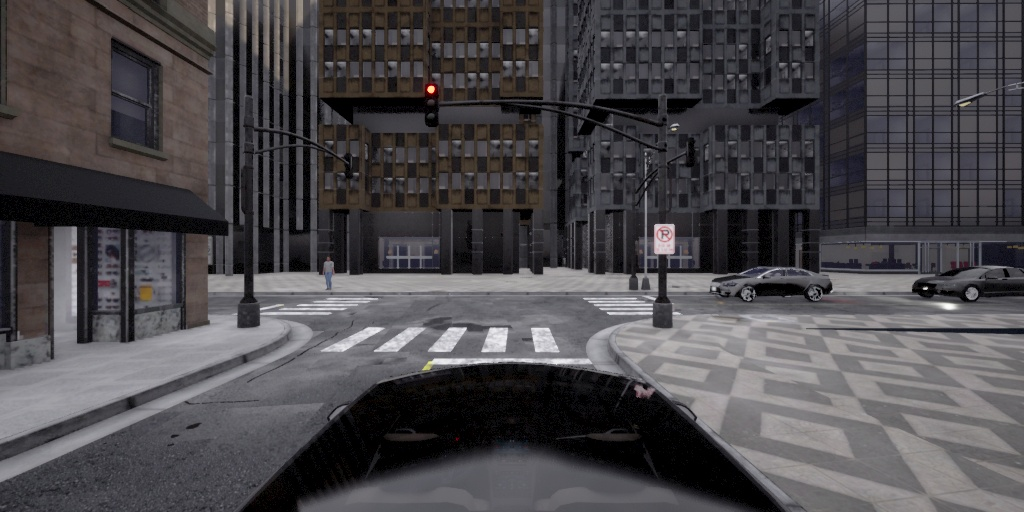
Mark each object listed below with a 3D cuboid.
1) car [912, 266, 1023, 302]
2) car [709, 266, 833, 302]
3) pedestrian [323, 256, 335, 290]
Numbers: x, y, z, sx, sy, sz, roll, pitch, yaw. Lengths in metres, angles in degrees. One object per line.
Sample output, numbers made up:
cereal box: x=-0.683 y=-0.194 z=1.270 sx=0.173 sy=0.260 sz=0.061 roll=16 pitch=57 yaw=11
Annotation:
car: x=21.155 y=1.223 z=16.221 sx=4.892 sy=1.490 sz=1.837 roll=0 pitch=0 yaw=1
car: x=11.635 y=1.222 z=16.289 sx=4.902 sy=1.511 sz=2.128 roll=0 pitch=0 yaw=0
pedestrian: x=-9.927 y=0.902 z=19.470 sx=0.375 sy=1.860 sz=0.375 roll=0 pitch=0 yaw=0
